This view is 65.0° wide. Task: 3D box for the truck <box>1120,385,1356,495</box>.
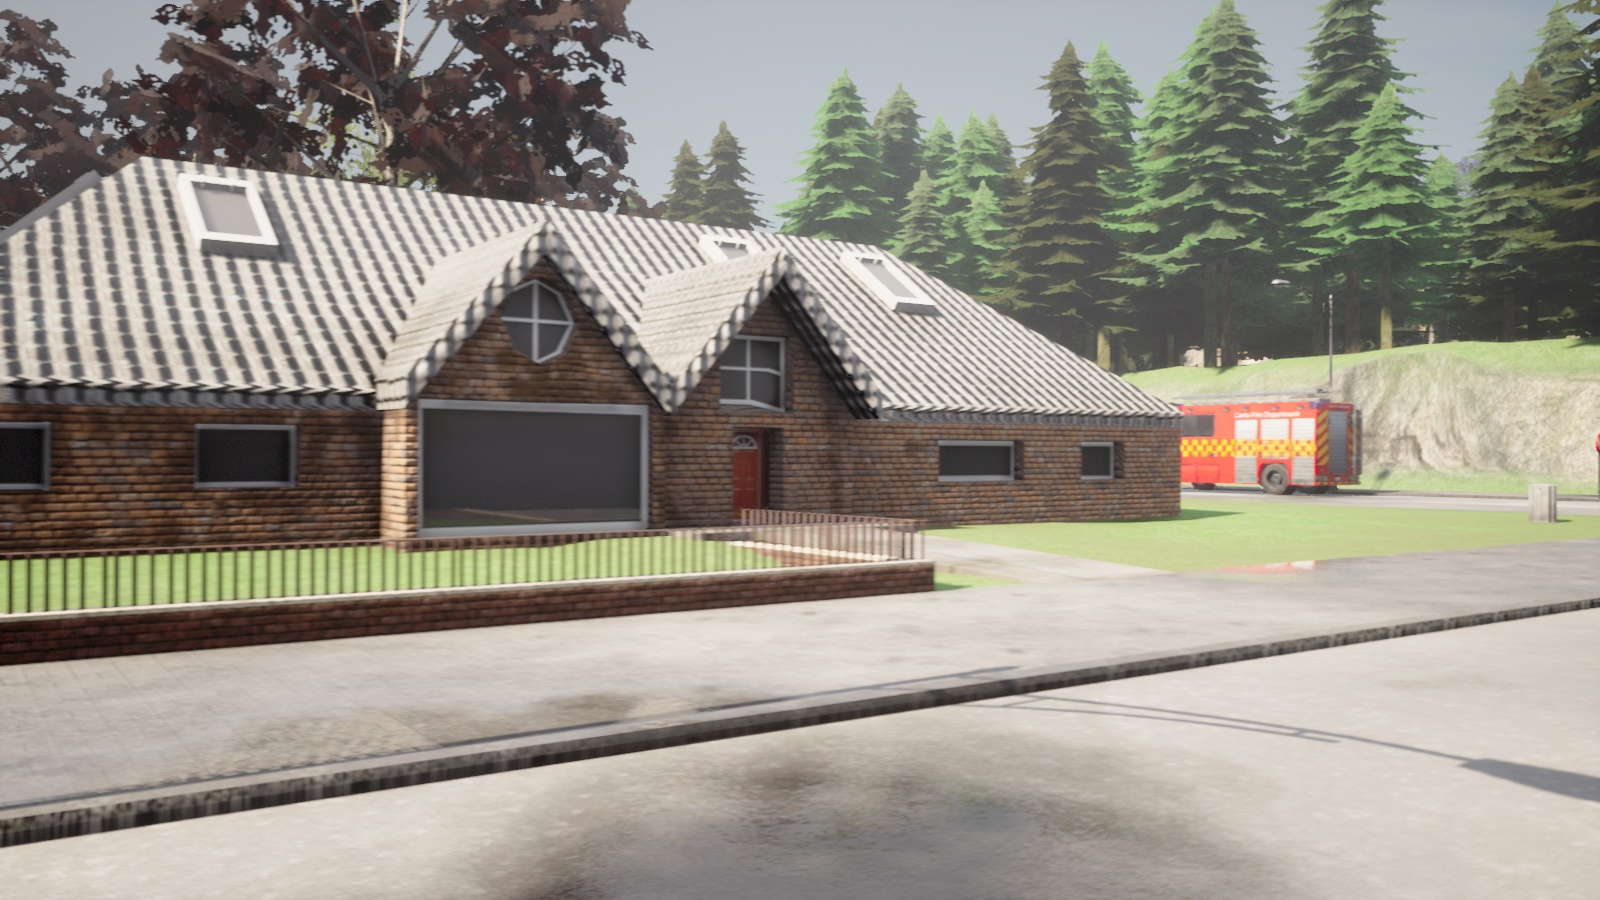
[{"bbox_3d":[16.612,-0.336,48.352,2.891,3.827,8.468,0,0,-35],"label":"truck"}]
